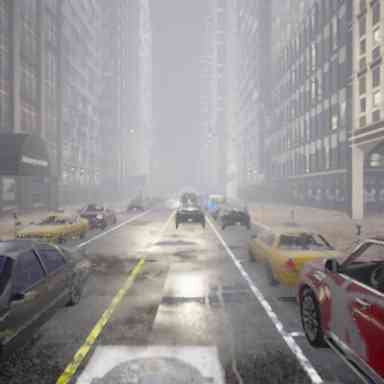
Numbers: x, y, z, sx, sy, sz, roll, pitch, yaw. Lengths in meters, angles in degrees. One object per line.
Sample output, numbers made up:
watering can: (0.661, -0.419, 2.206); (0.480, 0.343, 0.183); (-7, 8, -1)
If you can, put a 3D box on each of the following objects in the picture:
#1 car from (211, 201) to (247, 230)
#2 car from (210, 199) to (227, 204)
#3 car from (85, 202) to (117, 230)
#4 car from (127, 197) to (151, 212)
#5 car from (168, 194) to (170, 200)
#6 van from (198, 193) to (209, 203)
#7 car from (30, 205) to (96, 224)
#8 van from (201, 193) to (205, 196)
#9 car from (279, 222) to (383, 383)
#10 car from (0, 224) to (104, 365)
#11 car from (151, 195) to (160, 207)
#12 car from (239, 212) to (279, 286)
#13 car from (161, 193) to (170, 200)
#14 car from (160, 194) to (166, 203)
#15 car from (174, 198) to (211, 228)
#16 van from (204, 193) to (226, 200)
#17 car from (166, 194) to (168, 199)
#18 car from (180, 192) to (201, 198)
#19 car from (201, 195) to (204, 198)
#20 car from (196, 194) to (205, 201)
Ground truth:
car: (2.491, 1.479, 20.348); (2.008, 1.369, 4.403); (0, 0, -1)
car: (2.431, 1.489, 26.045); (1.802, 1.307, 4.206); (0, 0, -1)
car: (-5.890, 1.386, 20.261); (1.967, 1.590, 4.097); (0, 0, -1)
car: (-6.068, 1.443, 37.354); (1.947, 1.339, 4.313); (0, 0, -1)
car: (-6.427, 1.273, 71.542); (2.008, 1.369, 4.403); (0, 0, -1)
van: (2.072, 1.101, 60.232); (1.690, 1.788, 3.998); (0, 0, -1)
car: (-5.828, 1.492, 14.391); (1.752, 1.417, 4.829); (0, 0, -1)
van: (2.132, 1.127, 54.533); (1.690, 1.788, 3.998); (0, 0, -1)
car: (2.669, 1.300, 3.250); (2.192, 1.841, 5.009); (0, 0, -1)
car: (-3.139, 1.538, 5.206); (2.033, 1.411, 5.357); (0, 0, -1)
car: (-6.188, 1.410, 48.750); (1.802, 1.307, 4.206); (0, 0, -1)
car: (2.608, 1.493, 9.119); (1.752, 1.417, 4.829); (0, 0, -1)
car: (-6.546, 1.104, 82.938); (1.967, 1.590, 4.097); (0, 0, -1)
car: (-6.308, 1.322, 60.146); (1.887, 1.381, 4.507); (0, 0, -1)
car: (-0.120, 1.421, 21.699); (2.128, 1.511, 4.902); (0, 0, -1)
van: (2.371, 1.225, 31.742); (1.690, 1.788, 3.998); (0, 0, -1)
car: (-6.367, 1.332, 65.845); (1.802, 1.307, 4.206); (0, 0, -1)
car: (-0.322, 1.072, 40.922); (2.150, 2.045, 5.566); (0, 0, 0)
car: (2.312, 1.405, 37.440); (1.887, 1.381, 4.507); (0, 0, -1)
car: (1.894, 1.242, 77.328); (1.947, 1.339, 4.313); (0, 0, -1)
